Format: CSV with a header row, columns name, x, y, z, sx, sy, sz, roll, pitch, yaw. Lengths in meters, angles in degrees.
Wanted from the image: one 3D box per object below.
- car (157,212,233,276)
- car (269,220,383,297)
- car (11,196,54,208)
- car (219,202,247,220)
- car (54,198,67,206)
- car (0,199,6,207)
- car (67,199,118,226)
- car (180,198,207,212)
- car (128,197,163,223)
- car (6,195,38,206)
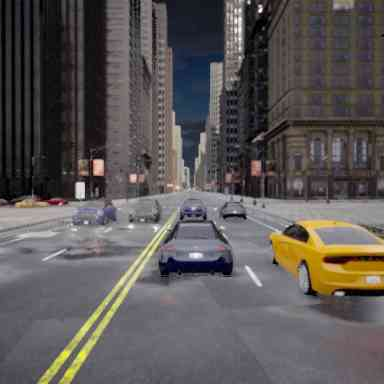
name,x,y,z,sx,sy,sz,roll,pitch,yaw
car,0.103,1.544,10.265,1.994,1.385,4.181,0,0,0
car,3.354,1.461,8.620,1.882,1.535,5.008,0,0,0
car,-23.826,1.736,49.795,4.829,1.417,1.752,-1,1,0
car,3.359,1.503,27.953,1.994,1.385,4.181,0,0,0
car,-23.963,1.702,58.323,4.507,1.381,1.887,-1,1,0
car,-34.136,1.879,58.361,4.206,1.307,1.802,-1,1,0
car,-6.588,1.304,22.944,2.097,1.767,4.553,0,0,0
car,0.109,1.295,27.182,2.097,1.767,4.553,0,0,0
car,-3.336,1.299,24.685,2.097,1.767,4.553,0,0,0
car,-29.053,1.542,58.337,5.009,1.841,2.192,-1,1,0
